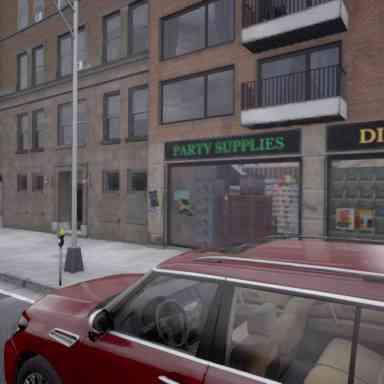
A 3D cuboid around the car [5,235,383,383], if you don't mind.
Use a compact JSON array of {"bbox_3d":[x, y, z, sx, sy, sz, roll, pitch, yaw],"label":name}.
[{"bbox_3d":[0.547,1.315,2.676,5.009,1.841,2.192,0,1,35],"label":"car"}]
